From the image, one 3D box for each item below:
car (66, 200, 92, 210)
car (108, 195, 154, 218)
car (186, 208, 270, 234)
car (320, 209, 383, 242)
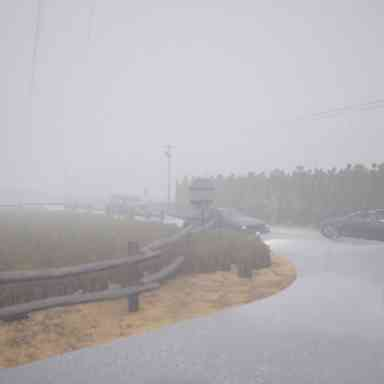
[{"bbox_3d":[-13.406,1.608,39.344,1.895,1.301,4.718,0,0,-35],"label":"car"},{"bbox_3d":[-5.234,1.232,27.767,2.150,2.045,5.566,0,0,-35],"label":"car"},{"bbox_3d":[1.675,1.555,17.916,2.033,1.411,5.357,0,0,-33],"label":"car"},{"bbox_3d":[7.922,1.500,14.548,2.128,1.511,4.902,0,0,-28],"label":"car"}]
